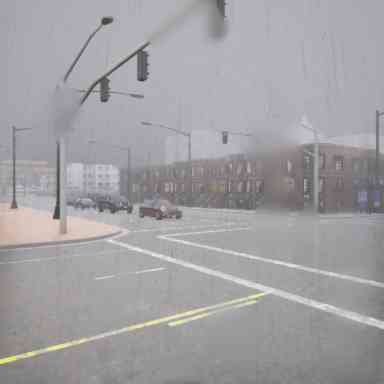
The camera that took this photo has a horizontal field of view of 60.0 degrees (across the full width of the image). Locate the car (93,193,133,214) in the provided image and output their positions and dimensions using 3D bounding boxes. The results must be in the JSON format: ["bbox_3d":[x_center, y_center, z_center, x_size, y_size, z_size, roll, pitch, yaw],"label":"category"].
[{"bbox_3d":[-8.434,1.221,36.198,2.150,2.045,5.566,0,0,-36],"label":"car"}]

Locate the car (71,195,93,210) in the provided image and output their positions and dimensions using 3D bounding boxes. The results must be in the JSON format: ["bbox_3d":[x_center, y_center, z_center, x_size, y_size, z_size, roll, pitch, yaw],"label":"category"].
[{"bbox_3d":[-14.225,1.526,44.293,1.812,1.442,4.674,0,0,-35],"label":"car"}]

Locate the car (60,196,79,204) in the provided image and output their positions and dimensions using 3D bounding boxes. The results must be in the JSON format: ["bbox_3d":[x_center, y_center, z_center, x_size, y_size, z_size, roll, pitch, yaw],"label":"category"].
[{"bbox_3d":[-23.415,1.547,63.394,2.033,1.411,5.357,0,0,-36],"label":"car"}]

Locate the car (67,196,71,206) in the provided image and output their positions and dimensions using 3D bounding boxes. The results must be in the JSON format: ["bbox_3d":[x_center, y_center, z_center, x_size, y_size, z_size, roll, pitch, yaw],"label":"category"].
[{"bbox_3d":[-20.027,1.564,52.421,1.994,1.385,4.181,0,0,-35],"label":"car"}]

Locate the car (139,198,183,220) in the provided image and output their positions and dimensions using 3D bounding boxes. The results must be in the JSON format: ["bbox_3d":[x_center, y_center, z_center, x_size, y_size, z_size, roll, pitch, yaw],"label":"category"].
[{"bbox_3d":[-2.720,1.352,28.259,2.097,1.767,4.553,0,0,-35],"label":"car"}]

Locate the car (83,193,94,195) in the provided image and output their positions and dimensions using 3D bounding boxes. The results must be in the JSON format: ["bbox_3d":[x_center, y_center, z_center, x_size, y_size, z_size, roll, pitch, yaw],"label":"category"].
[{"bbox_3d":[-16.740,1.223,54.102,2.150,2.045,5.566,0,0,-36],"label":"car"}]
